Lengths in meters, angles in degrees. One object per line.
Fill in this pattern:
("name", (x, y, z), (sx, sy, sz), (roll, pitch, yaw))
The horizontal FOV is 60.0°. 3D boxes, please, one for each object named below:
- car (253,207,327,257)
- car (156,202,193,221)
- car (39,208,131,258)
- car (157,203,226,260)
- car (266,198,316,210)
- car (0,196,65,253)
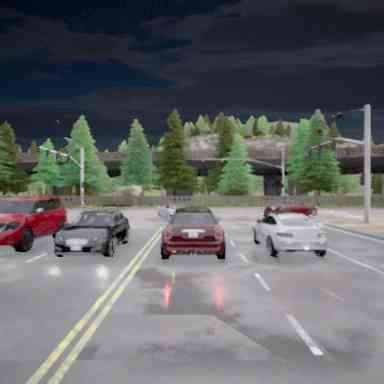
("car", (3.557, 1.498, 12.669), (1.812, 1.442, 4.674), (0, 0, 0))
("car", (-1.565, 1.524, 27.217), (1.895, 1.301, 4.718), (0, 0, -17))
("car", (-3.573, 1.464, 12.722), (2.128, 1.511, 4.902), (0, 0, 0))
("car", (0.057, 1.328, 12.427), (2.097, 1.767, 4.553), (0, 0, 0))
("car", (7.947, 1.262, 26.575), (4.553, 1.767, 2.097), (-1, 1, -36))
("car", (-7.068, 1.193, 13.917), (2.150, 2.045, 5.566), (0, 0, 0))
